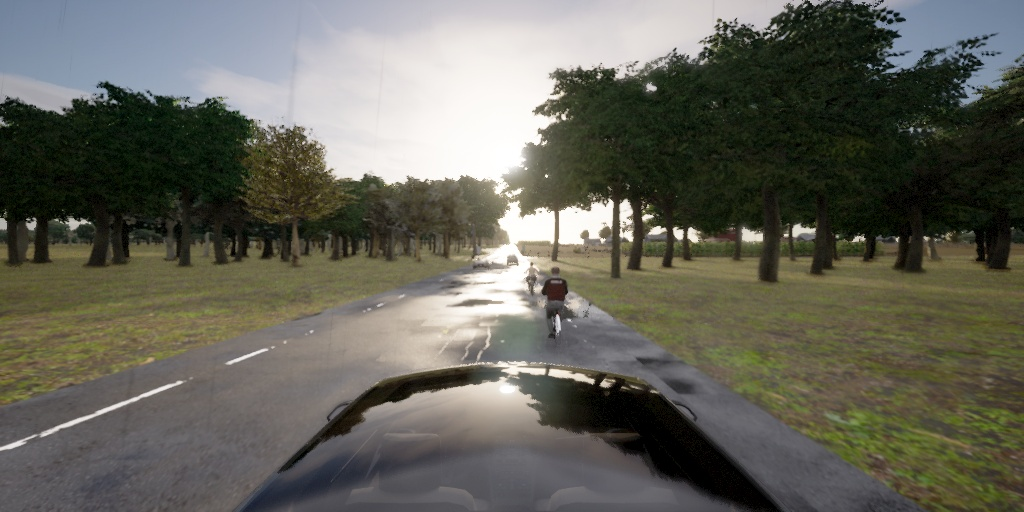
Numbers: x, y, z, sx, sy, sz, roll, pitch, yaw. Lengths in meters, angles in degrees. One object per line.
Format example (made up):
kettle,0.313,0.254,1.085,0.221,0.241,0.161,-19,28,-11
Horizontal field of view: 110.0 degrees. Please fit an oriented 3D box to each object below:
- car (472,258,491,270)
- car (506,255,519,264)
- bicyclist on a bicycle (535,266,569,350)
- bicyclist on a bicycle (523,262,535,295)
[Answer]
car,-3.605,0.916,43.367,1.994,1.385,4.181,0,1,0
car,0.088,0.595,59.625,2.128,1.511,4.902,0,1,0
bicyclist on a bicycle,0.963,1.111,8.149,0.659,1.776,1.843,0,1,0
bicyclist on a bicycle,0.980,1.102,17.996,0.866,1.612,1.509,0,1,0
